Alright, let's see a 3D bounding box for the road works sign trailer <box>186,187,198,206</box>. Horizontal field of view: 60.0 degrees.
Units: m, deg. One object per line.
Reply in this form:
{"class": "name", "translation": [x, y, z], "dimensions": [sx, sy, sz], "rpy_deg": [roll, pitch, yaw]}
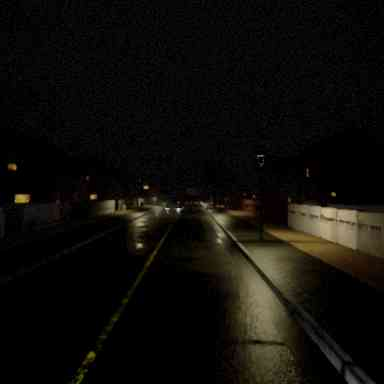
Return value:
{"class": "road works sign trailer", "translation": [-0.060, 0.795, 64.253], "dimensions": [2.380, 3.560, 2.880], "rpy_deg": [0, 0, 0]}

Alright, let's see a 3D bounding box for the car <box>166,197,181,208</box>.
{"class": "car", "translation": [-2.871, 1.576, 51.374], "dimensions": [2.097, 1.767, 4.553], "rpy_deg": [0, -1, 0]}
